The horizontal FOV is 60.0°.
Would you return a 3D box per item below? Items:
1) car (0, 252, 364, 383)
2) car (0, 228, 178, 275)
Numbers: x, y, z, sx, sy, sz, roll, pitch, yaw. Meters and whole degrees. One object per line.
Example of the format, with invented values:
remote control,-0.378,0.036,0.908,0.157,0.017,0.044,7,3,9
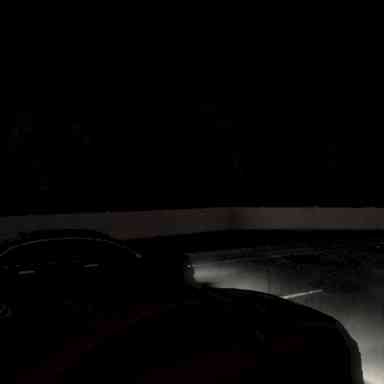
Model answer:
car,-0.247,1.546,3.193,4.181,1.385,1.994,0,0,-33
car,-2.230,1.469,6.362,4.892,1.490,1.837,0,0,-33
